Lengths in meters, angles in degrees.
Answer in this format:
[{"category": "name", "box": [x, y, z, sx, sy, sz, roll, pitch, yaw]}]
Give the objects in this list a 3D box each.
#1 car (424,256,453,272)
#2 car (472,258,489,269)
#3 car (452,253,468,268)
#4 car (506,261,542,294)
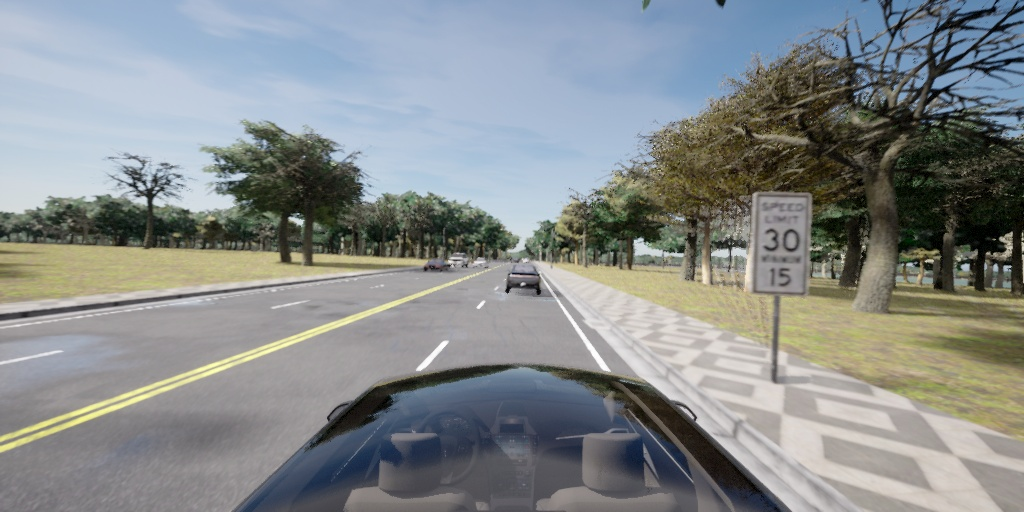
[{"category": "car", "box": [-8.287, 0.985, 39.533, 1.994, 1.385, 4.181, 2, 0, 2]}, {"category": "car", "box": [-4.506, 1.006, 52.187, 1.812, 1.442, 4.674, 2, 0, 2]}, {"category": "car", "box": [-7.741, 0.579, 52.293, 2.150, 2.045, 5.566, 2, 0, 2]}, {"category": "car", "box": [0.682, 1.245, 20.611, 2.128, 1.511, 4.902, 2, 0, 2]}]
